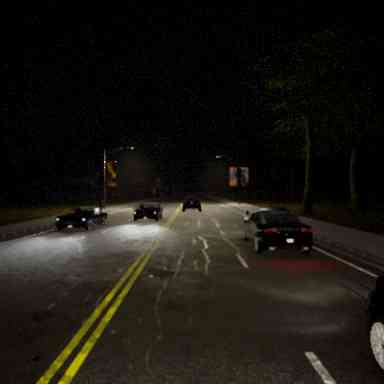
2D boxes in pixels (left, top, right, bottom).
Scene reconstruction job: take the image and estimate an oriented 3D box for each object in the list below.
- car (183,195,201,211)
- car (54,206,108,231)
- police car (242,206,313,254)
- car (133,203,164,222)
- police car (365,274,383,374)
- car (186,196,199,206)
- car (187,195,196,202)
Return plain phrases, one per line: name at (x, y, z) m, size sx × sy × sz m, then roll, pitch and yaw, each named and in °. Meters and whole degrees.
car at (-0.018, 1.265, 39.252) m, size 2.097 × 1.767 × 4.553 m, roll 0°, pitch 0°, yaw 0°
car at (-6.599, 1.557, 20.248) m, size 1.895 × 1.301 × 4.718 m, roll 0°, pitch 0°, yaw 0°
police car at (3.246, 1.396, 13.576) m, size 1.930 × 1.638 × 5.238 m, roll 0°, pitch 0°, yaw 0°
car at (-3.332, 1.545, 25.901) m, size 1.895 × 1.301 × 4.718 m, roll 0°, pitch 0°, yaw 0°
police car at (3.249, 1.419, 2.574) m, size 1.930 × 1.638 × 5.238 m, roll 0°, pitch 0°, yaw 0°
car at (0.085, 1.418, 55.034) m, size 2.033 × 1.411 × 5.357 m, roll 0°, pitch 0°, yaw 0°
car at (-0.022, 1.414, 73.638) m, size 1.895 × 1.301 × 4.718 m, roll 0°, pitch 0°, yaw 0°
